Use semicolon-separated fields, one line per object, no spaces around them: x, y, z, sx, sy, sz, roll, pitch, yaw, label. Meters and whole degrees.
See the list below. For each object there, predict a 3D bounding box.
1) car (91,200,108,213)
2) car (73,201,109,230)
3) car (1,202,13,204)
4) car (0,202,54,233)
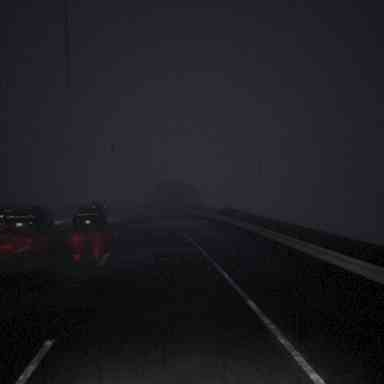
-11.252;1.680;40.172;1.895;1.301;4.718;-1;0;-17;car
-6.577;1.539;21.829;2.128;1.511;4.902;-1;0;-11;car
-15.133;1.637;27.976;1.837;1.490;4.892;-1;0;-14;car
-9.903;1.576;20.612;2.128;1.511;4.902;-1;0;-11;car
